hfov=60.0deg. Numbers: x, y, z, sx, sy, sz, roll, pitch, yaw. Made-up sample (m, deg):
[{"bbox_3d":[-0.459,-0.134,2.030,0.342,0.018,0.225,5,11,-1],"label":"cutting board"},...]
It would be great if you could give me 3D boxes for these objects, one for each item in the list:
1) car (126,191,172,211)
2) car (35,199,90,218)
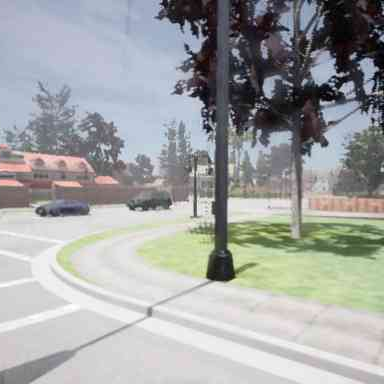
[{"bbox_3d":[-4.447,0.900,35.453,2.150,2.045,5.566,1,1,35],"label":"car"},{"bbox_3d":[-10.327,1.246,26.788,1.994,1.385,4.181,1,1,34],"label":"car"}]
